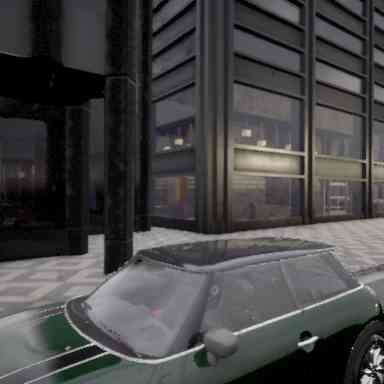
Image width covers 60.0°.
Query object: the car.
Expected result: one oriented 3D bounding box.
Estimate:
[{"bbox_3d":[-0.013,1.352,3.366,4.553,1.767,2.097,0,0,-35],"label":"car"}]
